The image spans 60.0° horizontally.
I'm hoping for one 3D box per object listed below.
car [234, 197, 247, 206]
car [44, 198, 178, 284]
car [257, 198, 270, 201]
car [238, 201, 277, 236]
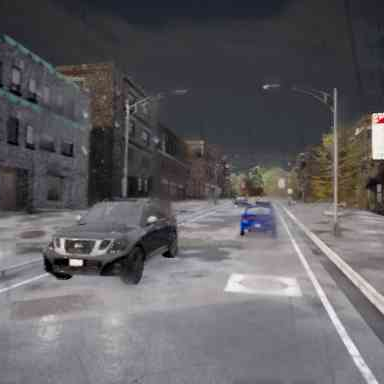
[{"bbox_3d":[7.905,1.466,53.643,1.812,1.442,4.674,1,0,13],"label":"car"},{"bbox_3d":[-1.982,1.221,10.071,2.150,2.045,5.566,0,0,12],"label":"car"},{"bbox_3d":[8.509,1.497,39.750,1.882,1.535,5.008,1,0,13],"label":"car"},{"bbox_3d":[3.842,1.536,19.094,1.882,1.535,5.008,1,0,13],"label":"car"}]
